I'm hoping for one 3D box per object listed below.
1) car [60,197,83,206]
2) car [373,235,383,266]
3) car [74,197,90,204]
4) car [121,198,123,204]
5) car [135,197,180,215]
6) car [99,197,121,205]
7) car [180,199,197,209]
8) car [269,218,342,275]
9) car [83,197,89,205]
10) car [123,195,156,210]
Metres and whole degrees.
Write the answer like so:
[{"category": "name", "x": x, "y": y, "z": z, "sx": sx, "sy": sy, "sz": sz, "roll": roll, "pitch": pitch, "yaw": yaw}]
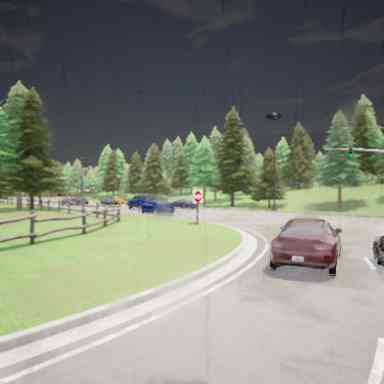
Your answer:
[{"category": "car", "x": -21.335, "y": 1.688, "z": 57.701, "sx": 2.128, "sy": 1.511, "sz": 4.902, "roll": 0, "pitch": 0, "yaw": -39}, {"category": "car", "x": 6.067, "y": 1.595, "z": 8.702, "sx": 2.033, "sy": 1.411, "sz": 5.357, "roll": 0, "pitch": 0, "yaw": 22}, {"category": "car", "x": -23.944, "y": 1.774, "z": 72.077, "sx": 1.812, "sy": 1.442, "sz": 4.674, "roll": 0, "pitch": 0, "yaw": -38}, {"category": "car", "x": -15.460, "y": 1.722, "z": 67.186, "sx": 1.882, "sy": 1.535, "sz": 5.008, "roll": 0, "pitch": 0, "yaw": -38}, {"category": "car", "x": -3.818, "y": 1.616, "z": 35.661, "sx": 1.882, "sy": 1.535, "sz": 5.008, "roll": 0, "pitch": 0, "yaw": -38}, {"category": "car", "x": -15.587, "y": 1.786, "z": 61.722, "sx": 1.994, "sy": 1.385, "sz": 4.181, "roll": 0, "pitch": 0, "yaw": -39}, {"category": "car", "x": -1.219, "y": 1.724, "z": 49.266, "sx": 1.812, "sy": 1.442, "sz": 4.674, "roll": 0, "pitch": 0, "yaw": -38}, {"category": "car", "x": 3.730, "y": 1.576, "z": 10.707, "sx": 1.812, "sy": 1.442, "sz": 4.674, "roll": 0, "pitch": 0, "yaw": 25}, {"category": "car", "x": -21.605, "y": 1.711, "z": 63.667, "sx": 2.128, "sy": 1.511, "sz": 4.902, "roll": 0, "pitch": 0, "yaw": -38}, {"category": "car", "x": -6.720, "y": 1.393, "z": 44.939, "sx": 2.150, "sy": 2.045, "sz": 5.566, "roll": 0, "pitch": 0, "yaw": -38}]
